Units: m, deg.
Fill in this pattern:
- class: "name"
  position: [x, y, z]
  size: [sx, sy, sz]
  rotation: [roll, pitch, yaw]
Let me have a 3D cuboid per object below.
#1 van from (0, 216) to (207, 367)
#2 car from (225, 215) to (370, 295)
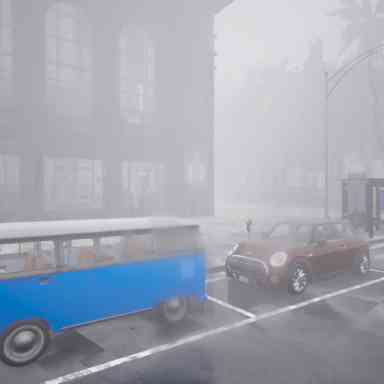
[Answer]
- class: "van"
  position: [-1.637, 1.341, 5.482]
  size: [3.998, 1.788, 1.690]
  rotation: [0, 0, -35]
- class: "car"
  position: [2.786, 1.439, 8.625]
  size: [4.097, 1.590, 1.967]
  rotation: [0, 0, -35]
